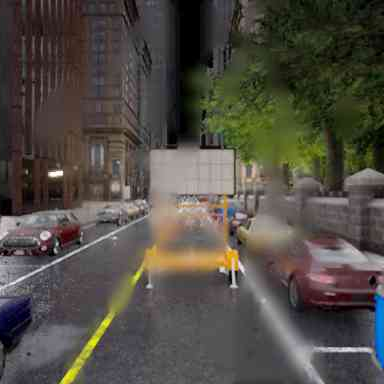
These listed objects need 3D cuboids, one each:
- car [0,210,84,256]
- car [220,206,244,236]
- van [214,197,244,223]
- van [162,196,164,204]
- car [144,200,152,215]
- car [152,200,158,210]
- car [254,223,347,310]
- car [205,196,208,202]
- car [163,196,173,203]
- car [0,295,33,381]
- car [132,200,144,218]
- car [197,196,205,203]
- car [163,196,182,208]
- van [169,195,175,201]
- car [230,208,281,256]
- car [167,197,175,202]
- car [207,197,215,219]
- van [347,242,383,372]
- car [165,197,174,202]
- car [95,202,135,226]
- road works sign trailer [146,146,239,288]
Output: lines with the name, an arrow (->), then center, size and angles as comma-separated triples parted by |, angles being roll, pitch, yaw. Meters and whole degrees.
car -> -5.750, 1.501, 13.092 | 1.967, 1.590, 4.097 | 0, 0, 0
car -> 2.780, 1.668, 18.619 | 1.802, 1.307, 4.206 | 0, 0, 0
van -> 2.786, 1.450, 24.145 | 1.690, 1.788, 3.998 | 0, 0, 0
van -> -5.696, 1.617, 72.896 | 1.690, 1.788, 3.998 | 0, 0, 0
car -> -5.729, 1.588, 35.190 | 1.967, 1.590, 4.097 | 0, 0, 0
car -> -5.719, 1.747, 46.237 | 1.947, 1.339, 4.313 | 0, 0, 0
car -> 2.770, 1.618, 7.571 | 1.802, 1.307, 4.206 | 0, 0, 0
car -> 2.797, 1.463, 35.194 | 2.192, 1.841, 5.009 | 0, 0, 0
car -> -5.691, 1.738, 78.336 | 1.967, 1.590, 4.097 | 0, 0, 0
car -> -3.098, 1.613, 2.287 | 1.895, 1.301, 4.718 | 0, 0, 0
car -> -5.735, 1.654, 29.495 | 1.752, 1.417, 4.829 | 0, 0, 0
car -> 2.834, 1.613, 78.337 | 2.192, 1.841, 5.009 | 0, 0, 0
car -> -2.955, 1.723, 50.433 | 1.837, 1.490, 4.892 | 0, 0, 0
van -> -5.677, 1.711, 94.660 | 1.690, 1.788, 3.998 | 0, 0, 0
car -> 2.776, 1.587, 13.265 | 1.752, 1.417, 4.829 | 0, 0, 0
car -> -5.682, 1.912, 89.217 | 1.947, 1.339, 4.313 | 0, 0, 0
car -> 2.791, 1.444, 29.669 | 2.192, 1.841, 5.009 | 0, 0, 0
van -> 2.766, 1.352, 2.047 | 1.690, 1.788, 3.998 | 0, 0, 0
car -> -5.687, 1.866, 83.776 | 1.887, 1.381, 4.507 | 0, 0, 0
car -> -5.740, 1.659, 24.141 | 2.008, 1.369, 4.403 | 0, 0, 0
road works sign trailer -> 0.009, 0.509, 9.374 | 2.380, 3.560, 2.880 | 0, 0, 0
